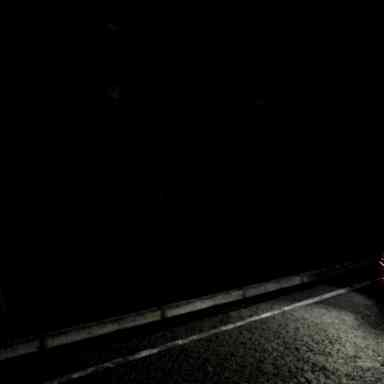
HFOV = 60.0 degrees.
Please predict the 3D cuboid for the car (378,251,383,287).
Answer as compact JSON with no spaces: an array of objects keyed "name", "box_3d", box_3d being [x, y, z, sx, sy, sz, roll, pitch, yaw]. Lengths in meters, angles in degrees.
[{"name":"car","box_3d":[6.365,1.463,7.922,5.008,1.535,1.882,0,0,-36]}]
